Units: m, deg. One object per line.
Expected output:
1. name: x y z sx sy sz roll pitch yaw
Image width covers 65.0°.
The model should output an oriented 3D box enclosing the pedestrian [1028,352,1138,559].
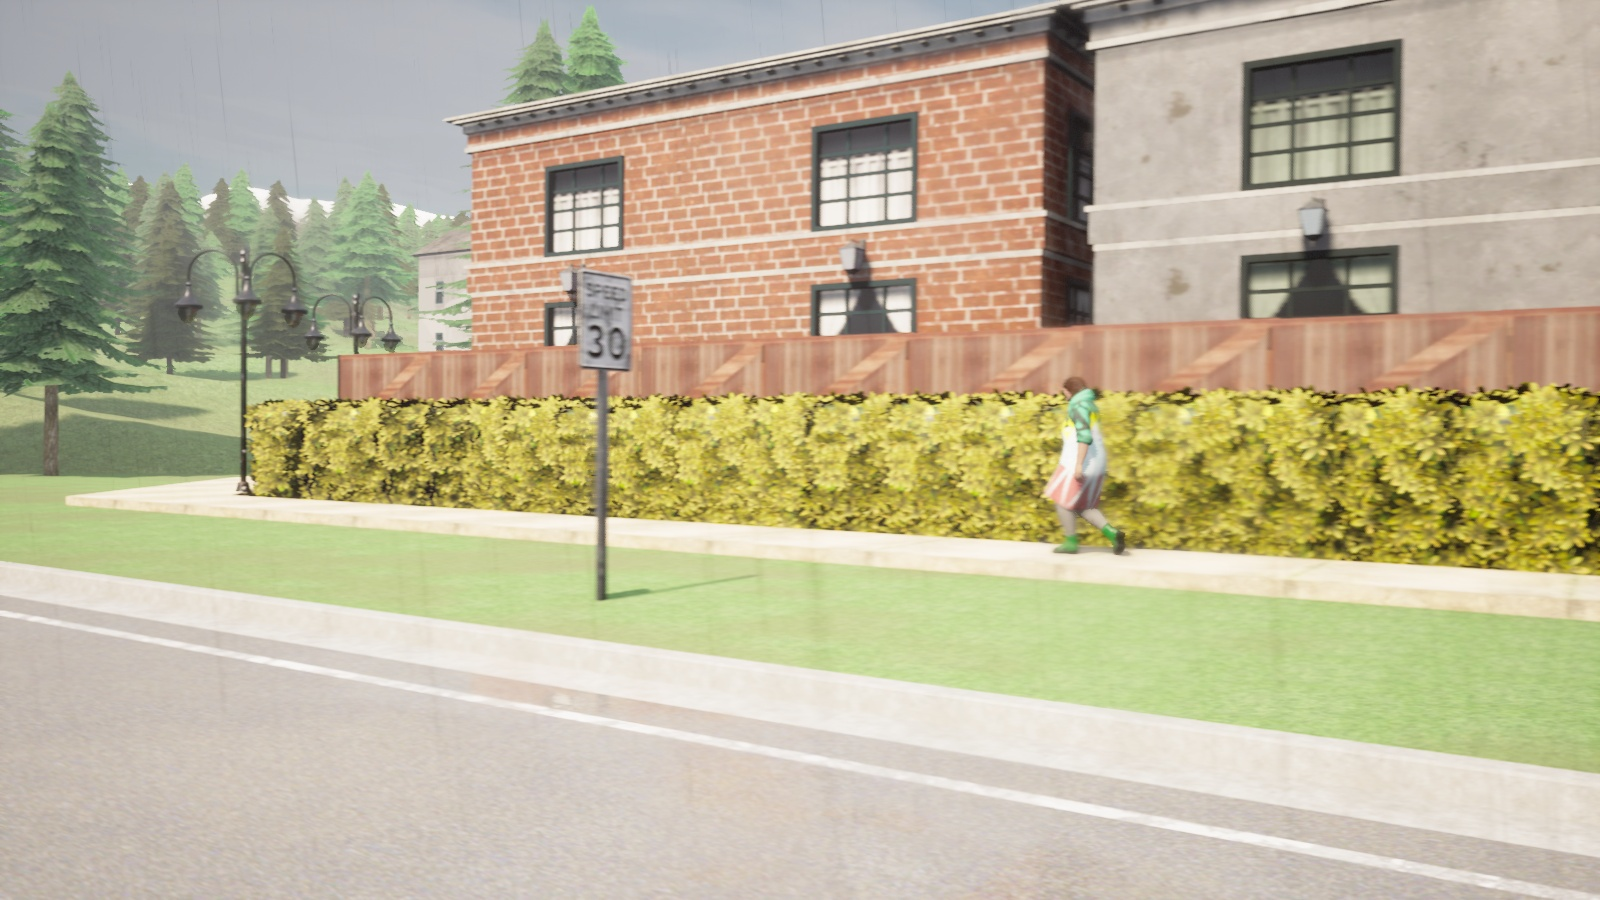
1. pedestrian: 2.796 0.046 12.386 0.873 1.952 0.659 0 1 34
